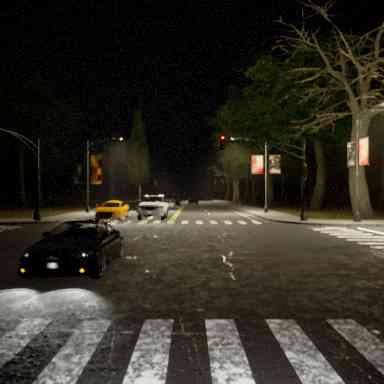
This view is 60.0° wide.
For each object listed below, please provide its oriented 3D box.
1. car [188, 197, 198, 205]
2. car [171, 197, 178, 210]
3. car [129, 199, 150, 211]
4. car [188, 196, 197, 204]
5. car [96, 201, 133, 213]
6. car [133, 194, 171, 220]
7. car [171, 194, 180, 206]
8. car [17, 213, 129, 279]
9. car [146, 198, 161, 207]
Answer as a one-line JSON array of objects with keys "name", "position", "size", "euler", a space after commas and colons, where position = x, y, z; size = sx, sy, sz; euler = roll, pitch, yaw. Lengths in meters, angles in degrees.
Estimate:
[{"name": "car", "position": [0.227, 1.670, 62.258], "size": [2.128, 1.511, 4.902], "euler": [0, 0, 0]}, {"name": "car", "position": [-3.257, 1.654, 44.010], "size": [1.895, 1.301, 4.718], "euler": [0, 0, 0]}, {"name": "car", "position": [-6.510, 1.607, 41.686], "size": [1.994, 1.385, 4.181], "euler": [0, 0, 0]}, {"name": "car", "position": [0.197, 1.737, 72.625], "size": [1.882, 1.535, 5.008], "euler": [0, 0, 0]}, {"name": "car", "position": [-6.545, 1.490, 27.663], "size": [1.882, 1.535, 5.008], "euler": [0, 0, 0]}, {"name": "car", "position": [-3.257, 1.235, 28.184], "size": [2.150, 2.045, 5.566], "euler": [0, 0, 0]}, {"name": "car", "position": [-3.206, 1.367, 57.913], "size": [2.150, 2.045, 5.566], "euler": [0, -1, 0]}, {"name": "car", "position": [-3.327, 1.555, 9.912], "size": [1.994, 1.385, 4.181], "euler": [0, 0, 0]}, {"name": "car", "position": [-6.465, 1.733, 56.272], "size": [1.895, 1.301, 4.718], "euler": [0, 0, 0]}]
